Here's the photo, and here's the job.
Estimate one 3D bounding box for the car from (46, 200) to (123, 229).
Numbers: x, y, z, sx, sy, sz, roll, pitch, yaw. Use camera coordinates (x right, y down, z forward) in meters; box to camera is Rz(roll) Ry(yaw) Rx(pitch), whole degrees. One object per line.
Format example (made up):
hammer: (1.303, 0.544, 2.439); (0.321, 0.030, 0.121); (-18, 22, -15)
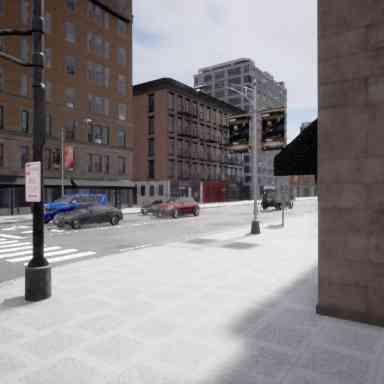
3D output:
car: (-6.507, 1.468, 21.285); (1.812, 1.442, 4.674); (0, 0, 37)

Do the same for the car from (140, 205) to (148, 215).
car: (-2.899, 1.429, 32.041); (1.812, 1.442, 4.674); (0, 0, 35)

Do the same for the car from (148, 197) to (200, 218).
car: (-1.290, 1.256, 28.678); (2.097, 1.767, 4.553); (0, 0, 35)

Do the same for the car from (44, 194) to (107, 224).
car: (-8.507, 1.166, 24.091); (2.150, 2.045, 5.566); (0, 0, 35)

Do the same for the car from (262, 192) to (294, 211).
car: (10.054, 1.056, 38.787); (2.150, 2.045, 5.566); (0, 0, 35)
